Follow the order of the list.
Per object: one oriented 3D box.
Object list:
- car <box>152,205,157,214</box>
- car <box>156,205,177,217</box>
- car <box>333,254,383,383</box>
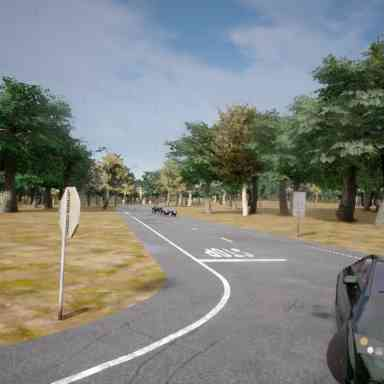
[{"bbox_3d":[-5.751,2.962,56.899,1.882,1.535,5.008,3,-2,-14],"label":"car"},{"bbox_3d":[-3.489,2.851,48.054,1.895,1.301,4.718,3,-2,-13],"label":"car"},{"bbox_3d":[3.130,1.643,4.656,1.994,1.385,4.181,1,-1,22],"label":"car"}]
